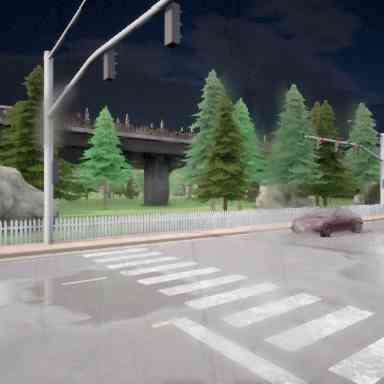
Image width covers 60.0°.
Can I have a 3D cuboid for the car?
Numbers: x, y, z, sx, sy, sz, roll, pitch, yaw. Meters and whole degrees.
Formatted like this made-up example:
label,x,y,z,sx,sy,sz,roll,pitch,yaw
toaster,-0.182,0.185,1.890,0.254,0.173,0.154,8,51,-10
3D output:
label,x,y,z,sx,sy,sz,roll,pitch,yaw
car,7.316,1.531,17.779,4.674,1.442,1.812,0,0,-35
